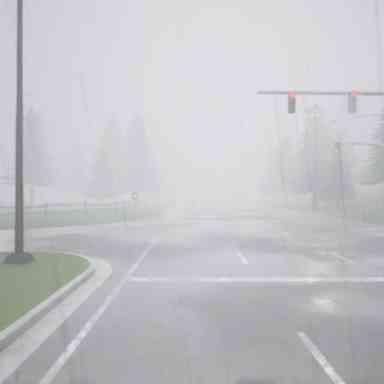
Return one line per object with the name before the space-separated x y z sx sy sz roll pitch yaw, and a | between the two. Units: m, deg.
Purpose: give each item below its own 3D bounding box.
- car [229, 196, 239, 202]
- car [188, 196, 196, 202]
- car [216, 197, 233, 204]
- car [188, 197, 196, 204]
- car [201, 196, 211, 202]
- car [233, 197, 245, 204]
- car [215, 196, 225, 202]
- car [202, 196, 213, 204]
car | 10.493 1.787 83.387 1.895 1.301 4.718 0 0 0
car | -0.007 1.787 83.386 1.895 1.301 4.718 0 0 0
car | 6.994 1.831 72.936 2.128 1.511 4.902 0 0 0
car | -0.006 1.832 72.936 2.128 1.511 4.902 0 0 0
car | 3.493 1.717 83.356 2.128 1.511 4.902 0 0 0
car | 10.494 1.846 72.936 2.033 1.411 5.357 0 0 0
car | 6.993 1.787 83.386 1.895 1.301 4.718 0 0 0
car | 3.494 1.784 72.936 1.882 1.535 5.008 0 0 0
